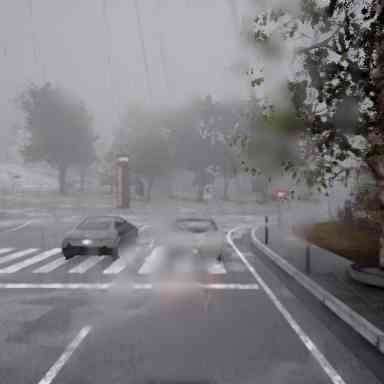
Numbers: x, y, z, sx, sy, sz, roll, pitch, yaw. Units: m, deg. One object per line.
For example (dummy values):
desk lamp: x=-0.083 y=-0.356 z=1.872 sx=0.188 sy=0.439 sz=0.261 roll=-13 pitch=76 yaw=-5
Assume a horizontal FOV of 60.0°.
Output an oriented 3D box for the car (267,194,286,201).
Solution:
car: x=16.041 y=0.975 z=63.700 sx=1.994 sy=1.385 sz=4.181 roll=-1 pitch=2 yaw=-23

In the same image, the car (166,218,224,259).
car: x=0.118 y=1.630 z=12.738 sx=1.895 sy=1.301 sz=4.718 roll=0 pitch=0 yaw=1

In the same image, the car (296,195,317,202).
car: x=20.637 y=1.070 z=60.011 sx=1.994 sy=1.385 sz=4.181 roll=0 pitch=2 yaw=-15

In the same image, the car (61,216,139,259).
car: x=-3.330 y=1.593 z=12.777 sx=1.994 sy=1.385 sz=4.181 roll=0 pitch=0 yaw=2
